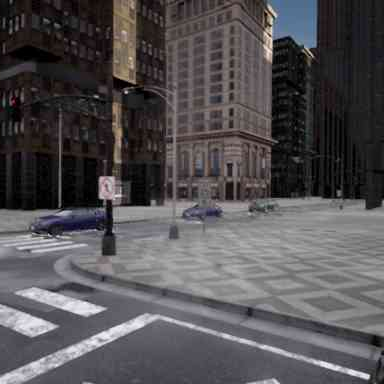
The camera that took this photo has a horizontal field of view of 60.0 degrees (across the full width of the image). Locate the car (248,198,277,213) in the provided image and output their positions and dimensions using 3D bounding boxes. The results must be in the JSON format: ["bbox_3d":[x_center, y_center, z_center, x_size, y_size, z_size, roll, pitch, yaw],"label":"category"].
[{"bbox_3d":[8.481,1.566,40.015,2.097,1.767,4.553,1,0,35],"label":"car"}]

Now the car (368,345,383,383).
[{"bbox_3d":[3.679,1.223,1.066,5.566,2.045,2.150,0,0,35],"label":"car"}]

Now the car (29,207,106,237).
[{"bbox_3d":[-6.670,1.582,18.776,1.812,1.442,4.674,1,0,39],"label":"car"}]

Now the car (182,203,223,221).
[{"bbox_3d":[1.037,1.667,29.501,1.812,1.442,4.674,1,0,35],"label":"car"}]
